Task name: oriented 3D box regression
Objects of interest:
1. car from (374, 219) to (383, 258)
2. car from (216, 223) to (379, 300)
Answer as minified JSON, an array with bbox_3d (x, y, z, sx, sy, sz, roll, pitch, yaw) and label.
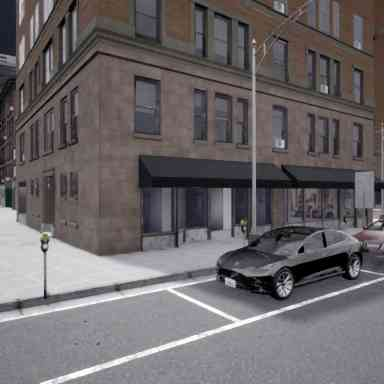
[{"bbox_3d":[7.073,1.582,11.569,4.206,1.307,1.802,0,0,-35],"label":"car"},{"bbox_3d":[2.592,1.566,8.378,4.313,1.339,1.947,0,0,-35],"label":"car"}]
